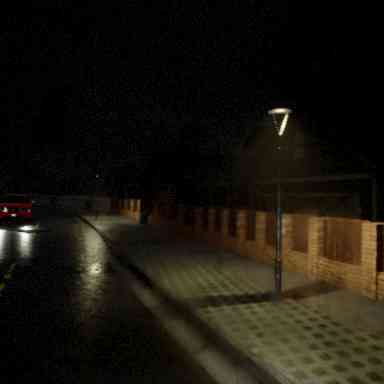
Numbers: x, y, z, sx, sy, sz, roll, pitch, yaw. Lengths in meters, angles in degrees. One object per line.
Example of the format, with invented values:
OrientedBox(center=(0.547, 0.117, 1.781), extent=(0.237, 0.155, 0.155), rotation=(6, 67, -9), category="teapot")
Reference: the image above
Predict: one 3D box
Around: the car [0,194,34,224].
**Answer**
OrientedBox(center=(-13.022, 1.170, 24.637), extent=(2.150, 2.045, 5.566), rotation=(1, 0, -25), category="car")
